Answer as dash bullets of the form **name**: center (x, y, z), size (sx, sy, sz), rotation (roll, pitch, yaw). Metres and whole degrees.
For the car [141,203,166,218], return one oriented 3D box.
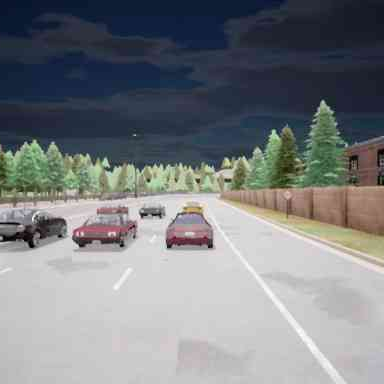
- **car**: center (-3.392, 1.614, 29.475), size (1.895, 1.301, 4.718), rotation (0, 0, 1)

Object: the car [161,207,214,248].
- **car**: center (-0.099, 1.570, 14.712), size (1.994, 1.385, 4.181), rotation (0, 0, 0)

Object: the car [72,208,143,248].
- **car**: center (-3.599, 1.613, 14.724), size (1.895, 1.301, 4.718), rotation (0, 0, 0)

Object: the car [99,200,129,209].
- **car**: center (-6.891, 1.614, 29.556), size (1.895, 1.301, 4.718), rotation (0, 0, 1)

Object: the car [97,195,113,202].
- **car**: center (-19.817, 1.470, 75.844), size (2.128, 1.511, 4.902), rotation (0, 0, 1)

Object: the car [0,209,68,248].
- **car**: center (-7.099, 1.492, 14.676), size (2.128, 1.511, 4.902), rotation (0, 0, 0)

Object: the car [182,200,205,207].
- **car**: center (0.106, 1.482, 29.363), size (1.882, 1.535, 5.008), rotation (0, 0, 1)
